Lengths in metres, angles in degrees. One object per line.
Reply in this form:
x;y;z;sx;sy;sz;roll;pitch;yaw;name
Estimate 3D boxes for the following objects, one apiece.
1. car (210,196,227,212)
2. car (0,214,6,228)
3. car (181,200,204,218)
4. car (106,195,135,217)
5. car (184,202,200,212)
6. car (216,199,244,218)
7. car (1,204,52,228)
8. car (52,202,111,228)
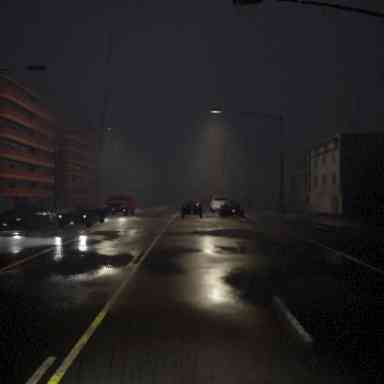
3.554;1.612;43.538;2.150;2.045;5.566;0;-2;0;car
-7.098;1.520;8.035;2.033;1.411;5.357;0;0;0;car
0.019;1.497;29.934;2.128;1.511;4.902;0;-1;0;car
-6.998;1.273;32.396;2.150;2.045;5.566;0;-1;0;car
0.059;1.979;44.282;1.994;1.385;4.181;0;-2;1;car
3.521;1.572;30.096;1.994;1.385;4.181;0;-1;0;car
-10.498;1.461;21.369;2.033;1.411;5.357;0;0;0;car
-6.996;1.514;21.595;1.895;1.301;4.718;0;0;0;car
